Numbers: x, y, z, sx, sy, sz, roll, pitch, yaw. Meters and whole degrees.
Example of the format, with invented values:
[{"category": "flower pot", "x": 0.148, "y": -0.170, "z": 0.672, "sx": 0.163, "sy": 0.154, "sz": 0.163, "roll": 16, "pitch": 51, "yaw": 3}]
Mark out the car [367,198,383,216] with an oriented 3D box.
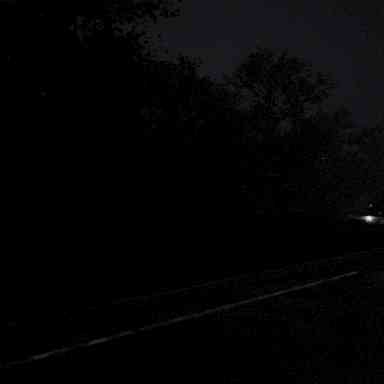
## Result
[{"category": "car", "x": 18.276, "y": 1.355, "z": 32.104, "sx": 2.097, "sy": 1.767, "sz": 4.553, "roll": 0, "pitch": 0, "yaw": 33}]
